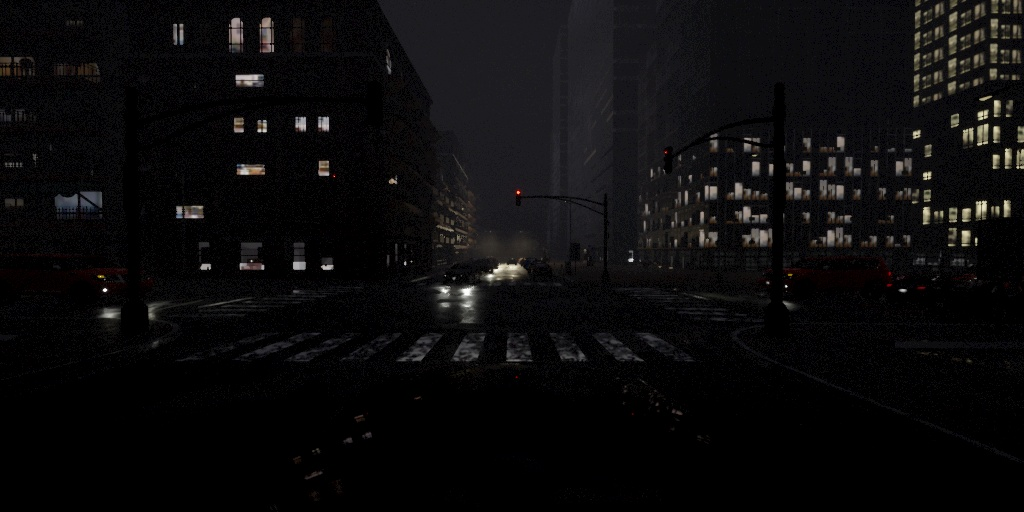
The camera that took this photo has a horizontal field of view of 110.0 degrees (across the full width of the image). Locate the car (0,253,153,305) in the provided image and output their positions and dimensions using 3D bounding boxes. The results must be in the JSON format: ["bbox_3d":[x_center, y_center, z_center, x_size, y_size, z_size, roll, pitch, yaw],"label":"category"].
[{"bbox_3d":[-18.849,0.911,15.336,5.566,2.045,2.150,0,1,1],"label":"car"}]

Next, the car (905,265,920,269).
[{"bbox_3d":[23.361,1.230,20.722,4.097,1.591,1.967,0,0,1],"label":"car"}]

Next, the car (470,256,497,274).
[{"bbox_3d":[-3.122,1.073,39.686,2.097,1.767,4.553,0,0,0],"label":"car"}]

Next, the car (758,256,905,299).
[{"bbox_3d":[15.704,1.020,18.088,5.566,2.045,2.150,0,1,1],"label":"car"}]

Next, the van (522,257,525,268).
[{"bbox_3d":[2.626,1.045,49.406,1.690,1.789,3.998,0,0,0],"label":"van"}]

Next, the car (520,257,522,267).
[{"bbox_3d":[2.622,1.240,55.052,1.888,1.381,4.507,0,0,0],"label":"car"}]

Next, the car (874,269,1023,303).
[{"bbox_3d":[18.360,1.423,14.952,4.181,1.385,1.994,0,1,2],"label":"car"}]

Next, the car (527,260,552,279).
[{"bbox_3d":[2.637,1.272,32.468,1.888,1.381,4.507,0,0,0],"label":"car"}]

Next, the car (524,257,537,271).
[{"bbox_3d":[2.633,1.159,38.114,1.967,1.591,4.097,0,0,0],"label":"car"}]

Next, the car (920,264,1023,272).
[{"bbox_3d":[24.095,1.189,17.978,4.553,1.767,2.097,0,1,1],"label":"car"}]

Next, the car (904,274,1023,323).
[{"bbox_3d":[16.708,1.445,12.170,4.403,1.370,2.007,0,0,1],"label":"car"}]

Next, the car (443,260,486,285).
[{"bbox_3d":[-3.501,1.239,26.062,1.837,1.490,4.892,1,0,8],"label":"car"}]
